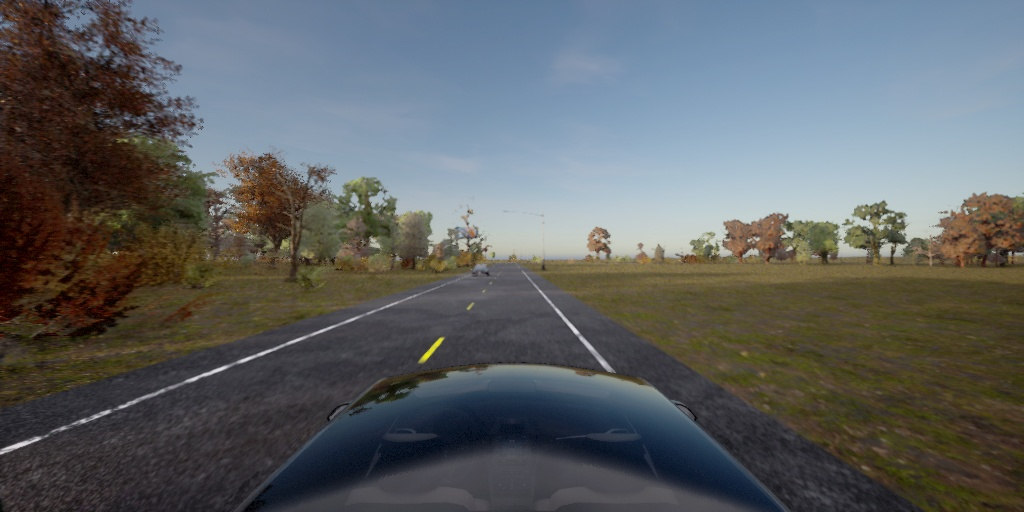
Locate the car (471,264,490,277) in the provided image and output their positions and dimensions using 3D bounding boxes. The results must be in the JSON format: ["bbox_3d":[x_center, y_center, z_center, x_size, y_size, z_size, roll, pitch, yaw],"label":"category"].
[{"bbox_3d":[-3.578,1.646,42.026,1.812,1.442,4.674,0,-1,0],"label":"car"}]
